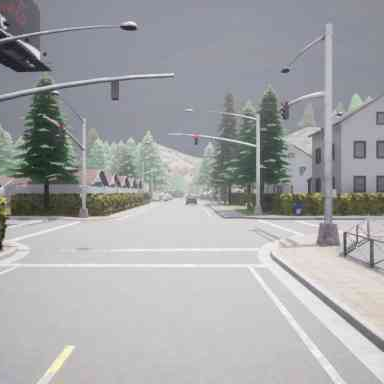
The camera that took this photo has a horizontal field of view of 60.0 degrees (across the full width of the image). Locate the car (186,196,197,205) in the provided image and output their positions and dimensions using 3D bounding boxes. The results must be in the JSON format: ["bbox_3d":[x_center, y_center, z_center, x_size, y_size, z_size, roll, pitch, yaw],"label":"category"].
[{"bbox_3d":[-0.091,1.505,59.254,1.837,1.490,4.892,0,0,0],"label":"car"}]
